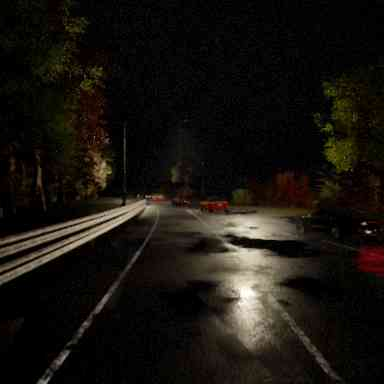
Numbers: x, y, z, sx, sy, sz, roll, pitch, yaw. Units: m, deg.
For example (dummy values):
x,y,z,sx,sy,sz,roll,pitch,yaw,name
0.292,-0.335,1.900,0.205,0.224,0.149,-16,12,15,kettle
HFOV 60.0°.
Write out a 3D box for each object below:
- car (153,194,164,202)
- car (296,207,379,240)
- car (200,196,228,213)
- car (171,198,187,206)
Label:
x,y,z,sx,sy,sz,roll,pitch,yaw,name
-7.573,1.208,74.850,2.097,1.767,4.553,0,0,-15,car
7.351,1.568,17.347,1.837,1.490,4.892,1,-1,-15,car
2.343,1.337,36.636,2.097,1.767,4.553,0,0,-15,car
-2.188,1.548,54.085,1.895,1.301,4.718,0,0,-15,car
